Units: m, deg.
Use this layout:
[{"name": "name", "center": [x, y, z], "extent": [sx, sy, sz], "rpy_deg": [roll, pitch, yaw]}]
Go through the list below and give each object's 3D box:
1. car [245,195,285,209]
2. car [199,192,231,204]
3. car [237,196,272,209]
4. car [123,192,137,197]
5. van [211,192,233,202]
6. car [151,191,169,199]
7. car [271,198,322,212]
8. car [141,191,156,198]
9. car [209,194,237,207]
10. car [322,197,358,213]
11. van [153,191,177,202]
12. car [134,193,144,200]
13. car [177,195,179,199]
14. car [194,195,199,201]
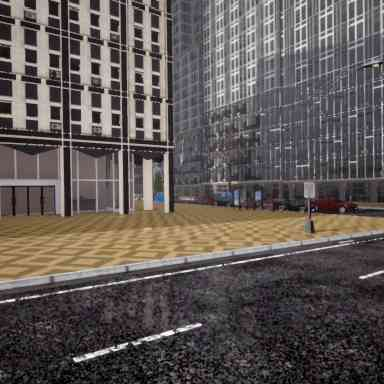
[{"name": "car", "center": [9.255, 1.228, 42.580], "extent": [1.882, 1.535, 5.008], "rpy_deg": [-1, 1, -34]}, {"name": "car", "center": [3.602, 1.011, 50.885], "extent": [2.097, 1.767, 4.553], "rpy_deg": [-1, 1, -35]}, {"name": "car", "center": [7.796, 1.388, 39.935], "extent": [1.802, 1.307, 4.206], "rpy_deg": [0, 1, -34]}, {"name": "car", "center": [-17.118, 0.688, 91.715], "extent": [2.008, 1.369, 4.403], "rpy_deg": [0, 1, -34]}, {"name": "van", "center": [5.239, 0.855, 58.804], "extent": [1.690, 1.788, 3.998], "rpy_deg": [0, 1, -34]}, {"name": "car", "center": [-7.536, 0.615, 77.609], "extent": [2.192, 1.841, 5.009], "rpy_deg": [0, 1, -34]}, {"name": "car", "center": [10.976, 1.424, 35.221], "extent": [1.947, 1.339, 4.313], "rpy_deg": [0, 1, -34]}, {"name": "car", "center": [-10.730, 0.686, 82.312], "extent": [1.967, 1.590, 4.097], "rpy_deg": [0, 1, -34]}, {"name": "car", "center": [4.650, 1.319, 44.668], "extent": [1.947, 1.339, 4.313], "rpy_deg": [0, 1, -34]}, {"name": "car", "center": [14.655, 1.315, 34.629], "extent": [1.882, 1.535, 5.008], "rpy_deg": [-1, 1, -34]}, {"name": "van", "center": [-4.886, 0.937, 58.798], "extent": [1.690, 1.788, 3.998], "rpy_deg": [0, 1, -34]}, {"name": "car", "center": [-11.274, 1.039, 68.203], "extent": [2.008, 1.369, 4.403], "rpy_deg": [0, 1, -34]}, {"name": "car", "center": [-4.342, 0.936, 72.911], "extent": [1.802, 1.307, 4.206], "rpy_deg": [0, 1, -34]}, {"name": "car", "center": [2.046, 1.043, 63.508], "extent": [1.802, 1.307, 4.206], "rpy_deg": [0, 1, -34]}]
